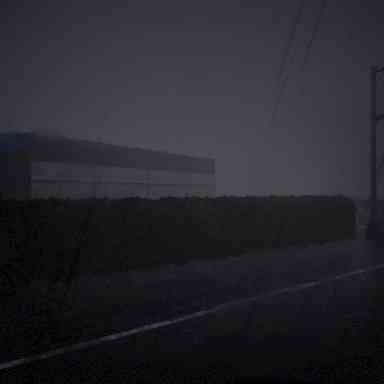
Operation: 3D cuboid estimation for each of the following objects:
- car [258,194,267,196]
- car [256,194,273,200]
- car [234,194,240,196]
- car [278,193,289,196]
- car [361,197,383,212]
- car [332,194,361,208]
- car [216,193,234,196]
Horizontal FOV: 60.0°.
[{"bbox_3d":[12.764,1.295,61.003,4.514,1.523,2.007,0,0,-35],"label":"car"},{"bbox_3d":[18.322,1.229,84.080,3.806,1.475,1.970,0,0,-35],"label":"car"},{"bbox_3d":[10.446,1.295,83.046,4.514,1.523,2.007,0,0,-35],"label":"car"},{"bbox_3d":[22.263,1.151,79.004,5.027,1.636,2.152,0,0,-35],"label":"car"},{"bbox_3d":[20.783,1.337,36.139,4.514,1.523,2.007,0,0,-35],"label":"car"},{"bbox_3d":[18.944,1.328,38.681,5.027,1.636,2.152,0,0,-35],"label":"car"},{"bbox_3d":[6.214,1.094,71.623,4.605,1.855,1.932,0,0,-35],"label":"car"}]
